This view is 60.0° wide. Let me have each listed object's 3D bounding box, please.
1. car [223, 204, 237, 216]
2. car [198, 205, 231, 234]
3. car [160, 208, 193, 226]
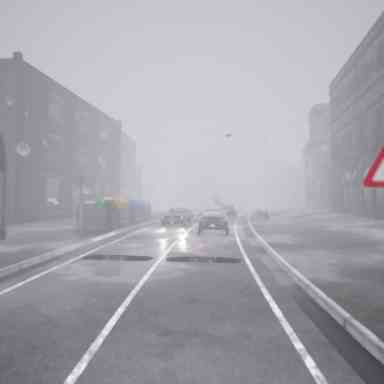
[{"bbox_3d":[4.186,2.038,38.896,1.994,1.385,4.181,0,-1,10],"label":"car"},{"bbox_3d":[1.418,1.758,21.105,1.812,1.442,4.674,0,-1,6],"label":"car"},{"bbox_3d":[-1.140,1.909,26.132,1.895,1.301,4.718,0,-1,8],"label":"car"}]
